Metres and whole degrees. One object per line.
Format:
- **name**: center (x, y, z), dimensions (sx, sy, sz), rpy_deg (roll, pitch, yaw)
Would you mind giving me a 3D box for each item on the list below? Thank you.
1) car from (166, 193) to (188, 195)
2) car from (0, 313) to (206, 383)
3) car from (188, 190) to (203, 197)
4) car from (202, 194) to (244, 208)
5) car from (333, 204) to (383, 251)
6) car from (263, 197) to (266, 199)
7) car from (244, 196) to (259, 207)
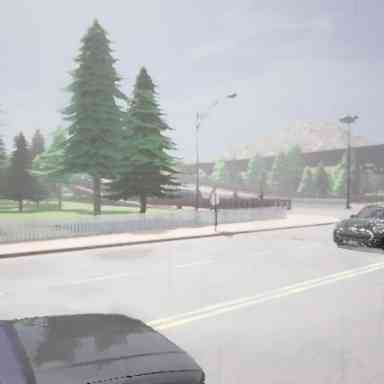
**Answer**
- **car**: center (-3.329, 0.222, 62.895), dimensions (1.812, 1.442, 4.674), rpy_deg (0, 6, -36)
- **car**: center (-2.414, 1.549, 2.023), dimensions (5.357, 1.411, 2.033), rpy_deg (0, 0, -36)
- **car**: center (0.279, 0.301, 63.924), dimensions (1.882, 1.535, 5.008), rpy_deg (0, 6, -36)
- **car**: center (4.324, 1.390, 46.860), dimensions (2.033, 1.411, 5.357), rpy_deg (0, 2, -37)
- **car**: center (7.929, 1.326, 13.899), dimensions (4.553, 1.767, 2.097), rpy_deg (0, 0, -35)
- **car**: center (10.150, 1.334, 50.780), dimensions (2.128, 1.511, 4.902), rpy_deg (0, 2, -37)
- **car**: center (7.380, 1.356, 48.637), dimensions (1.837, 1.490, 4.892), rpy_deg (0, 2, -37)
